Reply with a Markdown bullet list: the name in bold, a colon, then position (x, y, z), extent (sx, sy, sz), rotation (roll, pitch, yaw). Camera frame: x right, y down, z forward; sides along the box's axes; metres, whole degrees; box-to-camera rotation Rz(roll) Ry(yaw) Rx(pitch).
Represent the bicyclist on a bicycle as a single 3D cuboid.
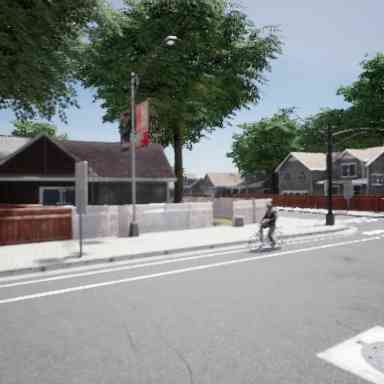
- **bicyclist on a bicycle**: position (2.689, 1.281, 12.050), extent (1.843, 1.776, 0.659), rotation (0, 0, -34)
